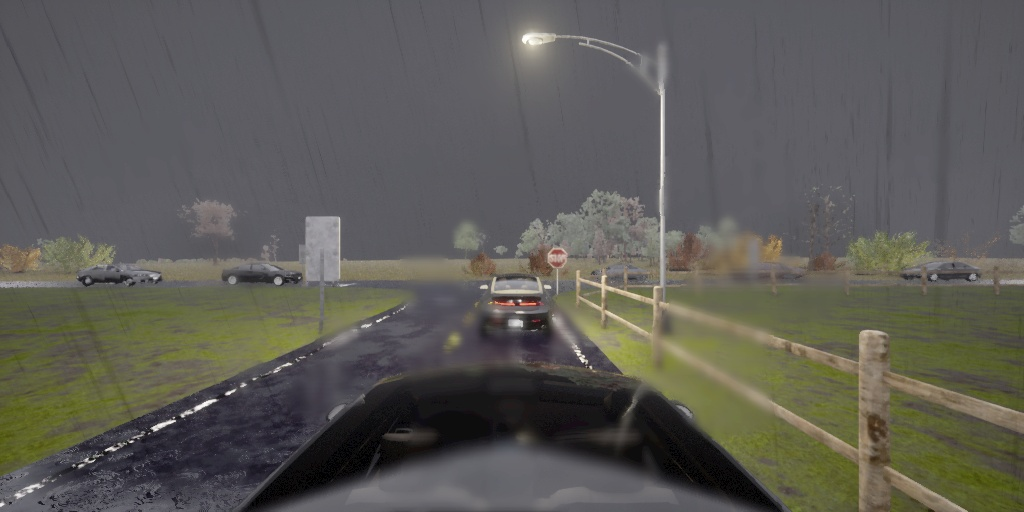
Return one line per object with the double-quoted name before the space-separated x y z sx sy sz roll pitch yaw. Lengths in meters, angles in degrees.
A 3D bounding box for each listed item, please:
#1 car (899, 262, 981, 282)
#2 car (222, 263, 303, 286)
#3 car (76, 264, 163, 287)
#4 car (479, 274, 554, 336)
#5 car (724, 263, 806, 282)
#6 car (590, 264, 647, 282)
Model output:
"car" 32.858 1.180 27.595 4.892 1.490 1.837 0 0 1
"car" -17.366 1.271 25.117 5.008 1.535 1.882 0 0 1
"car" -27.487 1.314 25.217 4.902 1.511 2.128 0 0 1
"car" 0.113 1.255 10.359 1.837 1.490 4.892 0 0 0
"car" 19.514 1.245 27.730 5.357 1.411 2.033 0 0 1
"car" 8.118 1.290 27.480 4.181 1.385 1.994 0 0 -5
